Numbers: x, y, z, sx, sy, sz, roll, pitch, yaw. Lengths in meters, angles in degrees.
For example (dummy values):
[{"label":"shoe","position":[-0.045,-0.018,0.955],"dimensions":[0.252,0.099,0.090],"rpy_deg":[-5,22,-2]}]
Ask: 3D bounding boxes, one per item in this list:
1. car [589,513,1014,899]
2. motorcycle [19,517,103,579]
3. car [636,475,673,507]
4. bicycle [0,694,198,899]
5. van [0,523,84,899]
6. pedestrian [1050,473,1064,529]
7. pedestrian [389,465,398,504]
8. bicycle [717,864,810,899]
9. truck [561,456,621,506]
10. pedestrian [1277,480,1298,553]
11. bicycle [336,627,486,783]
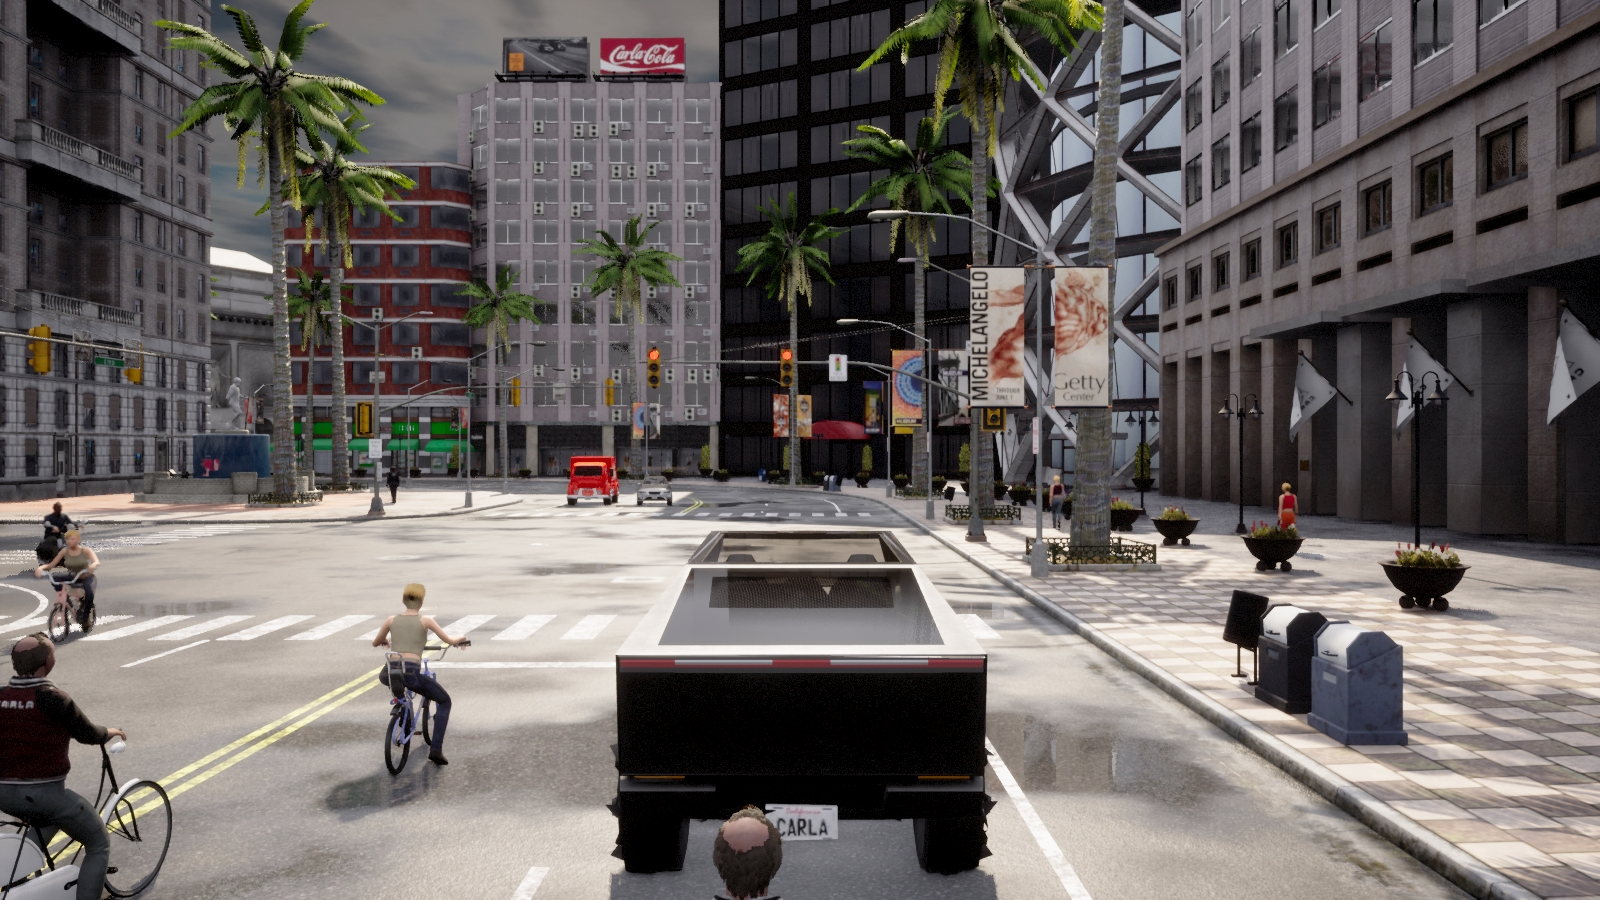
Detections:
[{"label":"car","position":[0.011,1.753,9.550],"dimensions":[2.390,2.098,6.274],"rpy_deg":[0,0,0]},{"label":"motorcycle","position":[-16.652,2.182,25.727],"dimensions":[1.805,1.236,0.856],"rpy_deg":[0,1,30]},{"label":"car","position":[-7.460,2.066,58.811],"dimensions":[1.816,1.474,4.193],"rpy_deg":[0,0,-7]},{"label":"bicycle","position":[-4.243,2.210,6.662],"dimensions":[0.329,1.171,1.835],"rpy_deg":[0,0,6]},{"label":"van","position":[-3.501,1.534,1.043],"dimensions":[1.988,2.561,5.915],"rpy_deg":[0,0,0]},{"label":"pedestrian","position":[8.549,1.698,38.042],"dimensions":[0.375,1.860,0.375],"rpy_deg":[0,0,1]},{"label":"pedestrian","position":[-20.025,1.696,56.287],"dimensions":[0.375,1.860,0.375],"rpy_deg":[0,0,-22]},{"label":"bicycle","position":[-0.147,2.210,3.549],"dimensions":[0.329,1.171,1.835],"rpy_deg":[0,0,1]},{"label":"truck","position":[-10.821,1.568,59.475],"dimensions":[2.627,2.467,5.204],"rpy_deg":[0,0,-5]},{"label":"pedestrian","position":[12.568,1.704,29.463],"dimensions":[0.375,1.860,0.375],"rpy_deg":[0,0,3]},{"label":"bicycle","position":[-3.473,2.256,10.347],"dimensions":[0.859,1.080,1.487],"rpy_deg":[0,0,0]}]
